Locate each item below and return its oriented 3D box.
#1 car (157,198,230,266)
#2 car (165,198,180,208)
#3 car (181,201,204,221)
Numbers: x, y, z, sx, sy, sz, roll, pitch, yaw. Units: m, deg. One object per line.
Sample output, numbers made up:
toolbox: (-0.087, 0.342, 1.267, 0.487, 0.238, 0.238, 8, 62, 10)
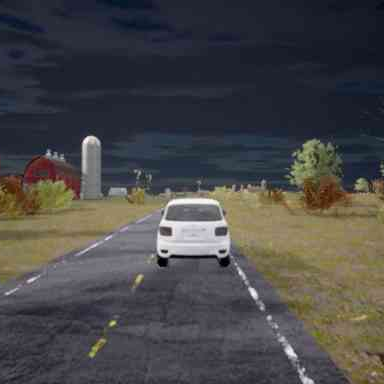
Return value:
car: (0.064, 1.241, 11.776, 2.150, 2.045, 5.566, 0, 0, 0)
car: (-2.826, 1.651, 49.744, 1.994, 1.385, 4.181, 0, 0, 0)
car: (0.076, 1.573, 28.909, 1.812, 1.442, 4.674, 0, 0, 0)
